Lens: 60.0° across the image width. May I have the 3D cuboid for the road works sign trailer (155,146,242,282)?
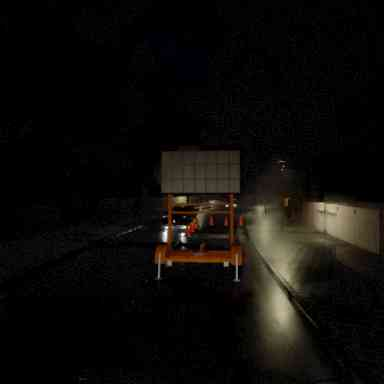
[{"bbox_3d":[0.266,0.470,9.872,2.380,3.560,2.880,0,0,5],"label":"road works sign trailer"}]

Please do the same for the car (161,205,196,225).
[{"bbox_3d":[-0.827,1.583,24.898,2.033,1.411,5.357,0,0,9],"label":"car"}]

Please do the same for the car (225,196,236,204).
[{"bbox_3d":[7.785,1.499,66.300,2.097,1.767,4.553,0,0,9],"label":"car"}]
